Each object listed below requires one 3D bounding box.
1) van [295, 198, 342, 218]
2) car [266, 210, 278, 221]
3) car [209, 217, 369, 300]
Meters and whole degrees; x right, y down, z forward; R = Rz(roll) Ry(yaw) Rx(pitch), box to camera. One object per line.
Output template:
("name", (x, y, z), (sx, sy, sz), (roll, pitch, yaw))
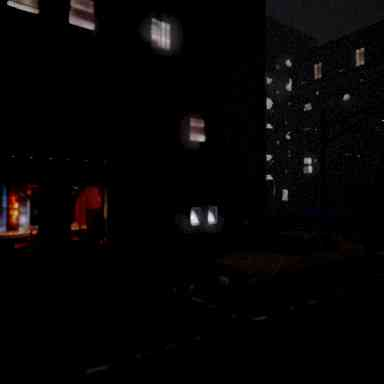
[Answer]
("van", (11.106, 1.447, 29.384), (1.690, 1.788, 3.998), (0, 0, -36))
("car", (4.320, 1.553, 24.466), (1.967, 1.590, 4.097), (0, 0, -36))
("car", (2.636, 1.569, 8.464), (4.829, 1.417, 1.752), (0, -1, -36))
